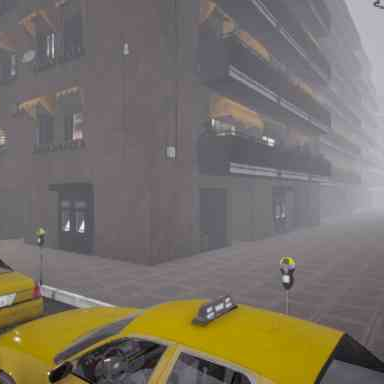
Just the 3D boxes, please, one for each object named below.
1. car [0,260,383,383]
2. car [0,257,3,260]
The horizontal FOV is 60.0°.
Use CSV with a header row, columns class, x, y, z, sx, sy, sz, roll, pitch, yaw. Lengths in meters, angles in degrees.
class,x,y,z,sx,sy,sz,roll,pitch,yaw
car,-0.031,1.525,2.749,4.829,1.417,1.752,0,0,36
car,-4.618,1.527,6.031,4.829,1.417,1.752,0,0,36
